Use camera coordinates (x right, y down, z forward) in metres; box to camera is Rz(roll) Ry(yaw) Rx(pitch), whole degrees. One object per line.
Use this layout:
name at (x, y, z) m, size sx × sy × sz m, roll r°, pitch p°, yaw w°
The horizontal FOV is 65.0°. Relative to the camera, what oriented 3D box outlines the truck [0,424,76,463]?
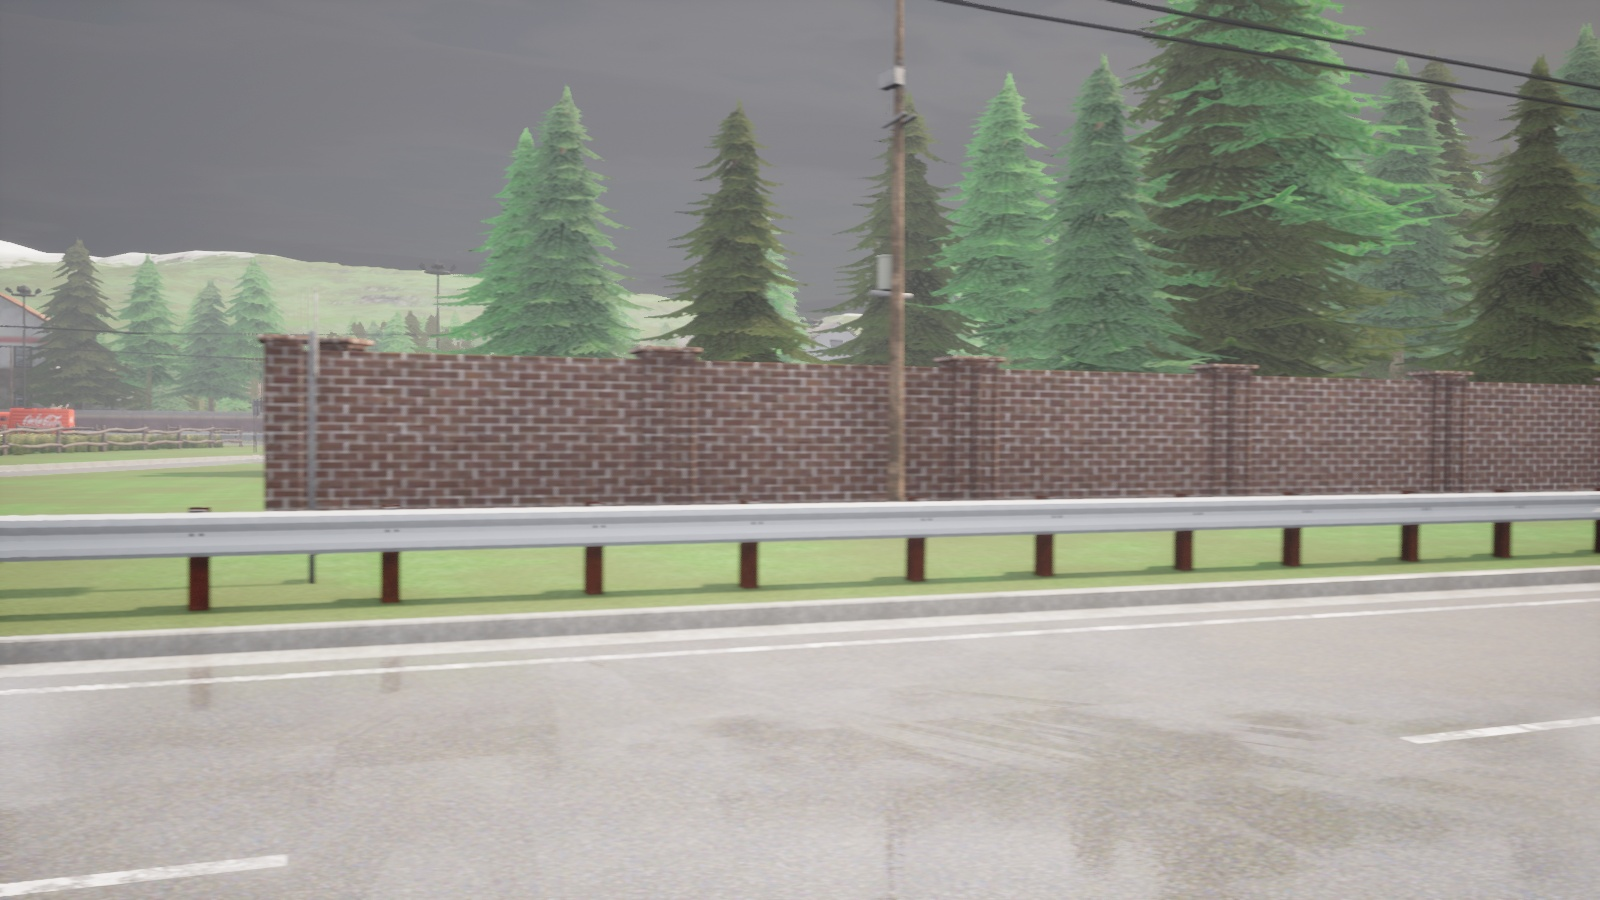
truck at (-51.174, -0.427, 83.111) m, size 5.204 × 2.467 × 2.627 m, roll -1°, pitch 1°, yaw -21°
